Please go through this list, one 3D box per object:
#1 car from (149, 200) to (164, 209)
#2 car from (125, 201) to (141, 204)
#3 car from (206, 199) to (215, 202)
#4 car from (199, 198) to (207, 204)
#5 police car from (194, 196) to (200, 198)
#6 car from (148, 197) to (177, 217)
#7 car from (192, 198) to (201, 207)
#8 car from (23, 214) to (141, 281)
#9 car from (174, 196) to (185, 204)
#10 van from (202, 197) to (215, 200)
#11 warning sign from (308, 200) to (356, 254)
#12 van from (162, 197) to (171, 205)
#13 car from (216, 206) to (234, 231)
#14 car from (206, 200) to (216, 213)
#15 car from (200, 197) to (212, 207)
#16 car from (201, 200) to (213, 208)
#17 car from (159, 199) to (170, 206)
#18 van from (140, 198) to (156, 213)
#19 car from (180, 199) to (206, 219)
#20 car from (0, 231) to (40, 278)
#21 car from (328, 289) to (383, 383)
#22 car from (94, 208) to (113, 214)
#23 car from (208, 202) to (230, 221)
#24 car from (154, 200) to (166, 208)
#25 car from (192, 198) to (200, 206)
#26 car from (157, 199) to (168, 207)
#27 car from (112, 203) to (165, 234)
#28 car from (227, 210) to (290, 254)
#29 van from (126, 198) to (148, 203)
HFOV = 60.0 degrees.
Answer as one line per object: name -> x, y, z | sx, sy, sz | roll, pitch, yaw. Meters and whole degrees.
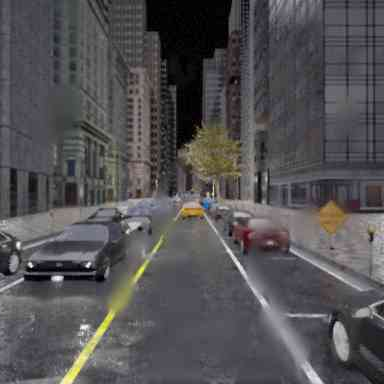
car -> -5.804, 2.038, 55.085 | 2.008, 1.369, 4.403 | 0, -1, 0
car -> -5.784, 1.768, 27.850 | 1.752, 1.417, 4.829 | 0, -1, 0
car -> 2.733, 1.915, 39.829 | 1.947, 1.339, 4.313 | 0, -1, 0
car -> 2.708, 2.271, 82.311 | 1.752, 1.417, 4.829 | 0, -1, 0
police car -> 0.859, 1.933, 57.232 | 1.930, 1.638, 5.238 | 0, -1, 0
car -> -3.039, 1.653, 34.617 | 2.097, 1.767, 4.553 | 0, 0, 0
car -> 0.852, 2.057, 67.311 | 1.801, 1.575, 5.366 | 0, -1, 0
car -> -3.106, 1.637, 10.351 | 2.033, 1.411, 5.357 | 0, 0, 0
car -> -3.053, 2.130, 74.433 | 1.812, 1.442, 4.674 | 0, -1, 0
van -> 2.724, 1.786, 50.408 | 1.690, 1.788, 3.998 | 0, -1, 0
warning sign -> 5.061, 1.220, 12.127 | 1.300, 1.860, 1.060 | 0, 0, 0
van -> -5.820, 2.032, 76.739 | 1.690, 1.788, 3.998 | 0, -1, 0
car -> 2.747, 1.719, 19.379 | 2.008, 1.369, 4.403 | 0, -1, 0
car -> 2.736, 1.828, 34.710 | 1.752, 1.417, 4.829 | 0, -1, 0
car -> 2.713, 1.907, 66.274 | 2.192, 1.841, 5.009 | 0, -1, 0
car -> 2.717, 2.093, 60.983 | 2.008, 1.369, 4.403 | 0, -1, 0
car -> -5.815, 2.206, 71.324 | 1.947, 1.339, 4.313 | 0, -1, 0
van -> -5.796, 1.730, 44.261 | 1.690, 1.788, 3.998 | 0, -1, 0
car -> 0.076, 1.757, 32.066 | 1.882, 1.535, 5.008 | 0, -1, 0
car -> -5.770, 1.621, 8.036 | 2.008, 1.369, 4.403 | 0, 0, 0
car -> 2.759, 1.578, 3.046 | 2.008, 1.369, 4.403 | 0, 0, 0
car -> -5.780, 1.762, 22.606 | 1.947, 1.339, 4.313 | 0, -1, 0
car -> 2.740, 1.805, 29.251 | 2.008, 1.369, 4.403 | 0, -1, 0
car -> -5.807, 2.120, 60.497 | 1.802, 1.307, 4.206 | 0, -1, 0
car -> 0.848, 2.162, 73.121 | 1.837, 1.490, 4.892 | 0, -1, 0
car -> -5.811, 2.133, 65.911 | 1.887, 1.381, 4.507 | 0, -1, 0
car -> -3.106, 1.668, 20.366 | 2.128, 1.511, 4.902 | 0, 0, 0
car -> 2.751, 1.665, 13.935 | 1.887, 1.381, 4.507 | 0, 0, 0
van -> -5.788, 1.633, 33.434 | 1.690, 1.788, 3.998 | 0, -1, 0
